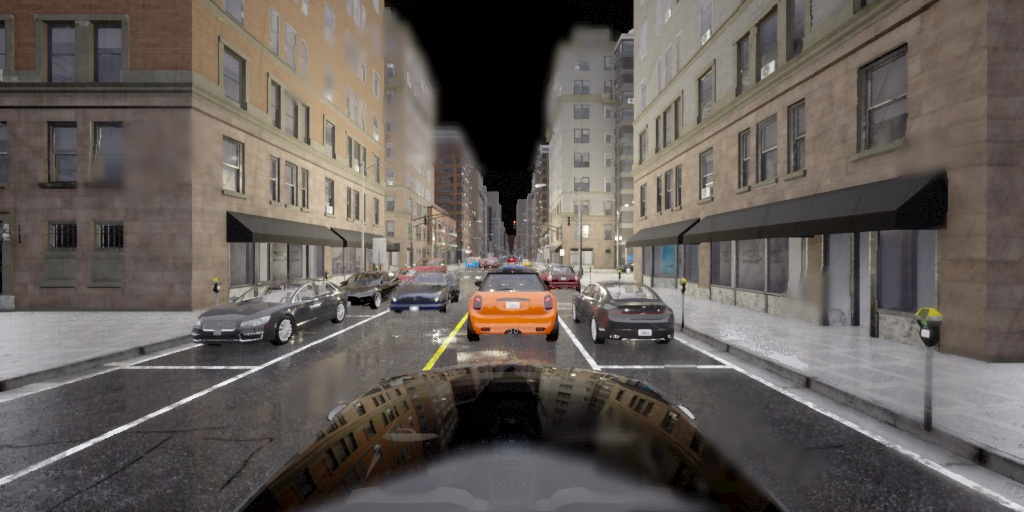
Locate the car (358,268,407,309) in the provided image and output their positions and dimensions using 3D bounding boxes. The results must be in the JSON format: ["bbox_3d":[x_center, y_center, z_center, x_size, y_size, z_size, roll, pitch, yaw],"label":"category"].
[{"bbox_3d":[-5.867,1.314,14.860,1.948,1.339,4.313,0,0,0],"label":"car"}]

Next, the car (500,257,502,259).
[{"bbox_3d":[-3.122,1.260,62.782,1.812,1.442,4.674,0,0,0],"label":"car"}]

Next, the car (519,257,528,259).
[{"bbox_3d":[2.613,1.259,64.248,1.751,1.417,4.829,0,0,0],"label":"car"}]

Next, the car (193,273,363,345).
[{"bbox_3d":[-5.863,1.300,9.335,2.007,1.370,4.403,0,0,0],"label":"car"}]

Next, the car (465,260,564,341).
[{"bbox_3d":[0.013,1.101,10.018,2.097,1.767,4.553,0,0,0],"label":"car"}]

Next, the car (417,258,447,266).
[{"bbox_3d":[-5.878,1.061,25.907,2.192,1.841,5.009,0,0,0],"label":"car"}]

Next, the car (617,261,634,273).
[{"bbox_3d":[14.531,1.238,41.052,4.892,1.490,1.837,0,0,1],"label":"car"}]

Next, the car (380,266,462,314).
[{"bbox_3d":[-3.119,1.296,14.087,2.033,1.411,5.357,0,0,0],"label":"car"}]

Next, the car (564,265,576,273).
[{"bbox_3d":[2.653,1.187,20.417,1.967,1.591,4.097,0,0,0],"label":"car"}]

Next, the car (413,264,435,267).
[{"bbox_3d":[-5.873,1.329,20.384,1.802,1.307,4.207,0,0,0],"label":"car"}]

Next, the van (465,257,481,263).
[{"bbox_3d":[-5.902,1.078,52.855,1.690,1.789,3.998,0,0,0],"label":"van"}]

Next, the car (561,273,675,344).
[{"bbox_3d":[2.663,1.300,9.366,2.007,1.370,4.403,0,0,0],"label":"car"}]

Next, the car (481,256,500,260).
[{"bbox_3d":[-3.132,1.215,53.440,1.882,1.535,5.008,0,0,0],"label":"car"}]
